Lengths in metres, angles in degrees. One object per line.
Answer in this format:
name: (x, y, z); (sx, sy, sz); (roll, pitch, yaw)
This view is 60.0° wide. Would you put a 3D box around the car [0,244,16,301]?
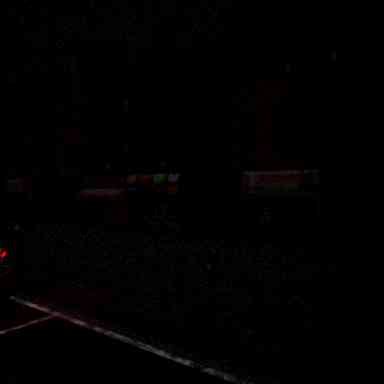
car: (-5.769, 1.342, 7.063); (4.553, 1.767, 2.097); (0, 0, 36)
